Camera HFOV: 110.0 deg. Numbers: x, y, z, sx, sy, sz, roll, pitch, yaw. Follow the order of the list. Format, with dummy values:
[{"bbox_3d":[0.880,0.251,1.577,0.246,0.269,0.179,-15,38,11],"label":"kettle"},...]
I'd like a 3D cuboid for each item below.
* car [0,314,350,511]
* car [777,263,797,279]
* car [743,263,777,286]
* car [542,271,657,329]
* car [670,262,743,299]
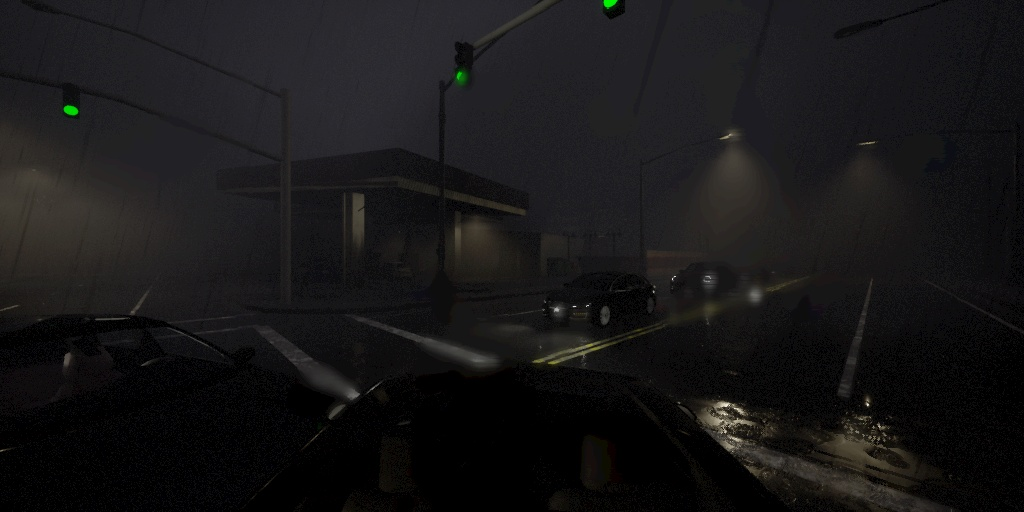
[{"bbox_3d":[-3.399,1.242,2.610,4.902,1.511,2.128,0,0,15],"label":"car"},{"bbox_3d":[24.057,1.314,32.203,4.181,1.385,1.994,0,0,-44],"label":"car"},{"bbox_3d":[16.863,1.314,25.211,1.994,1.385,4.181,0,0,45],"label":"car"},{"bbox_3d":[2.980,1.255,11.573,4.892,1.490,1.837,0,0,-45],"label":"car"},{"bbox_3d":[9.877,1.102,18.360,4.553,1.767,2.097,0,0,-44],"label":"car"}]
